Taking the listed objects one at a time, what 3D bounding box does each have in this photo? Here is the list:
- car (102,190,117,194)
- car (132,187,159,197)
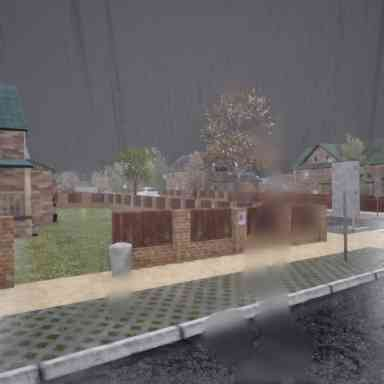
[{"bbox_3d":[-15.269,0.319,60.955,2.128,1.511,4.902,-2,2,-33],"label":"car"},{"bbox_3d":[-6.924,0.324,48.810,2.150,2.045,5.566,-2,2,-34],"label":"car"}]
